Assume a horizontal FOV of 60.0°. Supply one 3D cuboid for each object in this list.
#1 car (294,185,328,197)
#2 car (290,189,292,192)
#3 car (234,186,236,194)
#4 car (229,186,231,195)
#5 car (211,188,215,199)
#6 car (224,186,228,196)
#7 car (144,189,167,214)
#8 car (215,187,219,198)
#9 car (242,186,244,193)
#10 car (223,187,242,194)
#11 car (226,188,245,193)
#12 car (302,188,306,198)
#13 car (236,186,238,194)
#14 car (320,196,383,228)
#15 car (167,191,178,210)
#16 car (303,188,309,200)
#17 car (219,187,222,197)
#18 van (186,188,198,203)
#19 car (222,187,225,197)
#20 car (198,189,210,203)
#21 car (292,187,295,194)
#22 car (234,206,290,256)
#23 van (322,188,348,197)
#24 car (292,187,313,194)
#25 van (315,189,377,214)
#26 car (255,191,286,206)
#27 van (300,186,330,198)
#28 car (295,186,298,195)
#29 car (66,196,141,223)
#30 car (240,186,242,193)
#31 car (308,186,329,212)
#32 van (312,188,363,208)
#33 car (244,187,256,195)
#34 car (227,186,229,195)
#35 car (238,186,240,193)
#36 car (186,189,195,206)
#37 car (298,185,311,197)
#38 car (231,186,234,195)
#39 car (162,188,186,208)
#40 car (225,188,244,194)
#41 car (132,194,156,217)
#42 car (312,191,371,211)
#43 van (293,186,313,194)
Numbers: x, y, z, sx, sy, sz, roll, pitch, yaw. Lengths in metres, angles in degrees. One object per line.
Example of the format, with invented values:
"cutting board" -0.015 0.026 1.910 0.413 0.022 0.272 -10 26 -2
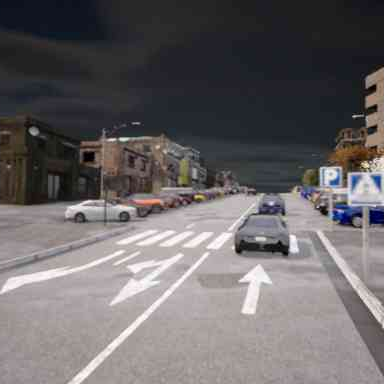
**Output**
"car" 22.682 -0.219 63.352 5.566 2.045 2.435 0 1 -5
"car" 27.032 -0.268 80.693 5.366 1.575 1.946 1 1 -5
"car" 6.226 -0.108 70.928 5.008 1.535 2.097 -1 1 -5
"car" 4.740 0.062 65.258 4.674 1.452 2.002 -1 1 -5
"car" 0.394 0.520 48.202 4.792 1.488 2.163 -1 1 -6
"car" 3.280 0.172 59.568 5.008 1.535 2.097 -1 2 -5
"car" -4.625 0.923 28.221 4.553 1.767 2.185 -1 2 -6
"car" 1.081 0.411 51.046 5.008 1.535 2.097 -1 1 -6
"car" 9.959 -0.324 85.112 4.892 1.521 2.231 -1 1 -5
"car" 10.737 -0.478 87.945 4.553 1.767 2.185 -1 0 -5
"car" 12.215 -0.386 93.618 5.008 1.535 2.097 -1 0 -5
"car" 17.342 0.621 43.042 4.792 1.488 2.163 0 2 -5
"car" 6.956 -0.162 73.766 5.008 1.535 2.097 -1 1 -5
"car" 10.776 1.249 19.932 5.008 1.535 2.097 0 2 -4
"car" -3.969 0.999 31.082 4.792 1.488 2.163 -1 2 -6
"car" 16.523 0.675 40.135 4.892 1.521 2.231 0 2 -4
"car" 1.819 0.333 53.885 4.892 1.521 2.231 -1 2 -6
"van" -1.916 0.506 39.644 4.442 1.987 1.878 -1 2 -6
"car" 2.550 0.253 56.724 4.892 1.521 2.231 -1 2 -5
"car" -0.892 0.643 42.528 5.366 1.575 1.946 -1 1 -6
"car" 21.715 0.099 60.440 5.366 1.575 1.946 0 2 -5
"car" 2.866 1.520 13.299 1.994 1.385 4.181 0 2 15
"van" 11.721 0.942 22.817 4.442 1.987 1.878 0 2 -4
"car" 28.727 -0.438 86.499 4.553 1.767 2.185 1 0 -5
"van" 13.134 0.776 28.559 4.442 1.987 1.878 0 2 -4
"car" 6.653 0.904 27.610 2.097 1.767 4.553 0 1 15
"van" 21.268 -0.045 57.566 4.442 1.987 1.878 0 1 -5
"car" 19.681 0.093 51.757 5.566 2.045 2.435 0 1 -5
"car" -6.075 1.249 22.502 4.674 1.452 2.002 -1 1 -6
"car" 8.420 -0.506 79.430 5.566 2.045 2.435 -1 1 -5
"car" 12.399 0.834 25.681 5.566 2.045 2.435 0 2 -4
"van" 15.010 0.613 34.359 4.442 1.987 1.878 0 2 -4
"car" 12.721 -0.046 70.429 2.033 1.411 5.357 0 1 15
"car" 4.036 -0.030 62.407 4.553 1.767 2.185 -1 2 -5
"car" 7.522 -0.214 76.588 5.366 1.575 1.946 -1 1 -5
"car" -2.518 0.809 36.811 5.008 1.535 2.097 -1 1 -6
"car" 18.139 0.258 45.942 5.566 2.045 2.435 0 2 -5
"car" 5.508 -0.171 68.084 4.553 1.767 2.185 -1 1 -5
"car" -3.198 0.763 33.944 4.553 1.767 2.185 -1 2 -6
"car" 11.493 -0.342 90.791 4.792 1.488 2.163 -1 0 -5
"car" -5.336 1.158 25.369 4.792 1.488 2.163 -1 1 -6
"car" 14.041 0.795 31.461 4.553 1.767 2.185 0 2 -4
"van" 27.872 -0.519 83.588 4.442 1.987 1.878 1 1 -5
